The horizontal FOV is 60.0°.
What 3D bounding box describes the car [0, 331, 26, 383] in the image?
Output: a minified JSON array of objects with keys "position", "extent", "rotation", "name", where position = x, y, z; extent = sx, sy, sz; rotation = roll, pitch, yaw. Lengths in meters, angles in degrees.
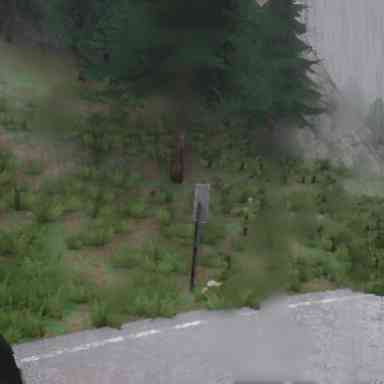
[{"position":[-2.983,1.452,1.415],"extent":[4.181,1.385,1.994],"rotation":[1,1,-35],"name":"car"}]
